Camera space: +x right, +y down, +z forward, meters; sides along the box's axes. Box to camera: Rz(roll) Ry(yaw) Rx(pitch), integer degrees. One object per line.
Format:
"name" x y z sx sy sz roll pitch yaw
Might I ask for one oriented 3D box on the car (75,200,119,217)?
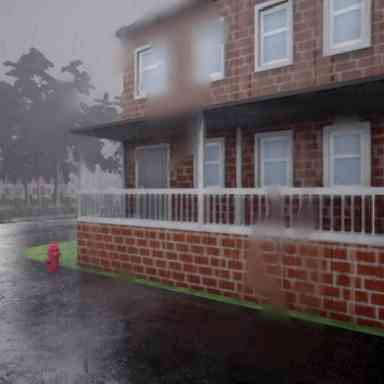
"car" -7.619 1.500 28.493 1.837 1.490 4.892 0 0 36
